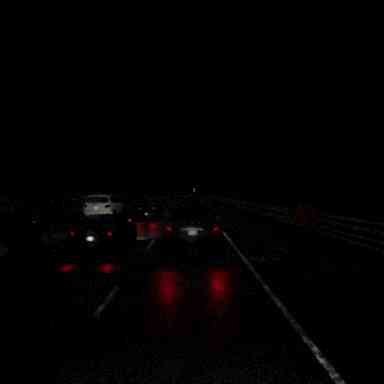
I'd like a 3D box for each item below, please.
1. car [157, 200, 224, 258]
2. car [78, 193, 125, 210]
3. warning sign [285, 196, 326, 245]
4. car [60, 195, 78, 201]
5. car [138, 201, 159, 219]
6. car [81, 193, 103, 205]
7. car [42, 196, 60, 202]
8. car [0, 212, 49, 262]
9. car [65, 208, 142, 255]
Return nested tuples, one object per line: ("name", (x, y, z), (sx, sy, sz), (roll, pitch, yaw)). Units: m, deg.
("car", (0.039, 1.346, 12.914), (2.097, 1.767, 4.553), (0, 0, 1))
("car", (-6.973, 1.213, 26.902), (2.150, 2.045, 5.566), (0, 0, 0))
("warning sign", (4.545, 1.110, 13.403), (1.300, 1.860, 1.060), (0, 0, 0))
("car", (-21.053, 1.379, 58.901), (2.097, 1.767, 4.553), (0, 0, 1))
("car", (-3.465, 1.481, 27.982), (2.128, 1.511, 4.902), (0, 0, 1))
("car", (-17.554, 1.248, 58.917), (2.150, 2.045, 5.566), (0, 0, 1))
("car", (-24.546, 1.504, 58.631), (1.882, 1.535, 5.008), (0, 0, 1))
("car", (-6.969, 1.473, 12.062), (1.882, 1.535, 5.008), (0, 0, 0))
("car", (-3.454, 1.560, 13.341), (1.994, 1.385, 4.181), (0, 0, 0))
